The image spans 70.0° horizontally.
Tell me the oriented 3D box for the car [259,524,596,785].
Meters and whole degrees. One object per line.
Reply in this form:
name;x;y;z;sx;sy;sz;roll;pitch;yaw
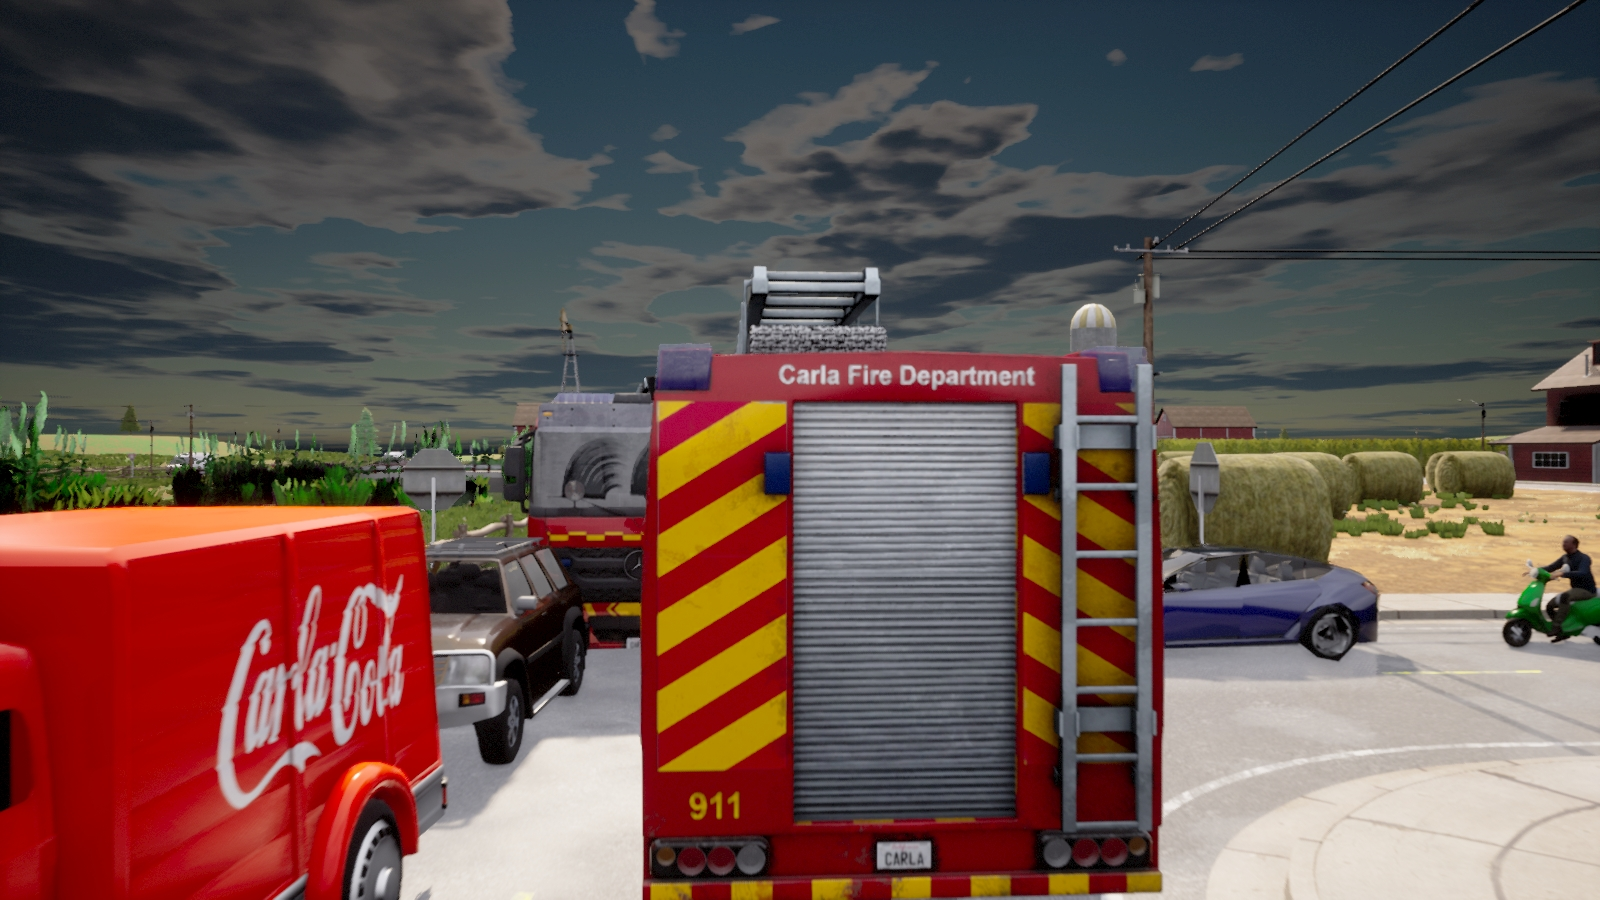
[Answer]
car;-3.474;1.828;11.708;1.932;1.855;4.605;0;0;0

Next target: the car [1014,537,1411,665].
car;5.661;2.060;16.105;4.792;1.488;2.163;0;0;-4

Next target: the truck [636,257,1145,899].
truck;0.255;0.863;10.672;2.891;3.827;8.468;0;0;-4

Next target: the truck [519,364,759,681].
truck;-2.611;0.862;18.205;2.891;3.827;8.468;0;0;-9

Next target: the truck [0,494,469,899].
truck;-3.498;1.531;4.906;2.627;2.467;5.204;0;0;0

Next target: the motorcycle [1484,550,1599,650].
motorcycle;10.999;2.143;16.436;1.805;1.316;0.856;0;0;-3
